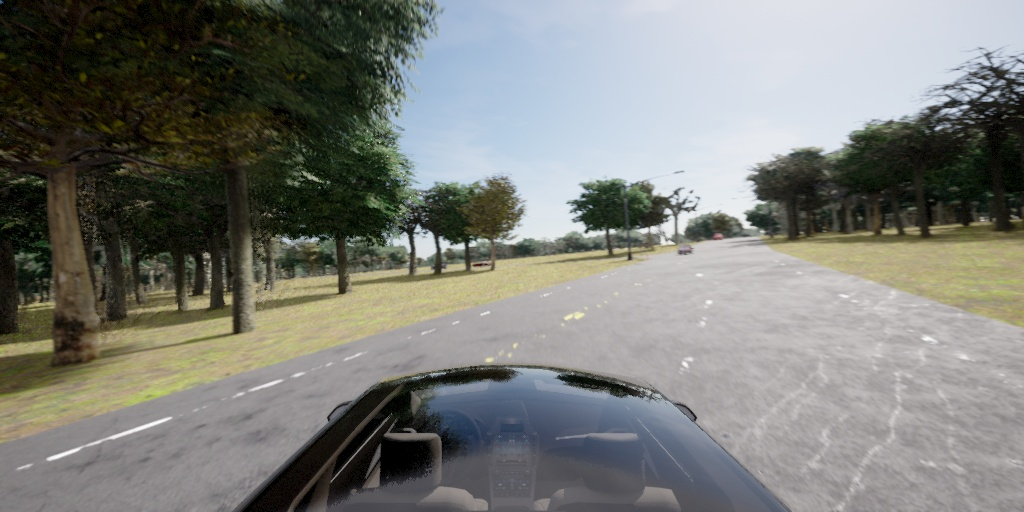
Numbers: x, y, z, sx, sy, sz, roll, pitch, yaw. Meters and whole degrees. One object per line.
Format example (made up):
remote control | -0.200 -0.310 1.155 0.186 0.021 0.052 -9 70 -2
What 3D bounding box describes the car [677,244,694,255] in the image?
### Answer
car | 25.647 -0.956 53.069 1.812 1.442 4.674 -4 1 33
